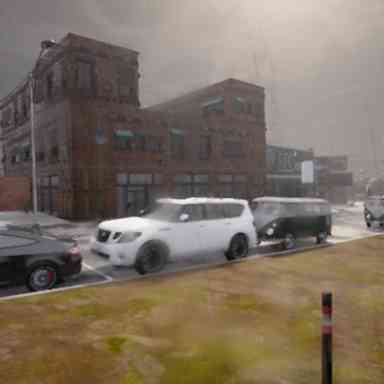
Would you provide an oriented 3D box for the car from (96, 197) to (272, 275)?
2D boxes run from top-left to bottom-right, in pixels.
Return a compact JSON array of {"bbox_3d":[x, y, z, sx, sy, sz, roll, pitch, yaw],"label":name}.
[{"bbox_3d":[-0.297,1.195,10.521,5.566,2.045,2.435,2,0,-39],"label":"car"}]

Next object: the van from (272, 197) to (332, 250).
[{"bbox_3d":[4.047,1.230,13.899,4.442,1.987,1.878,2,0,-41],"label":"van"}]

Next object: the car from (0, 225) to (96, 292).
[{"bbox_3d":[-4.806,1.474,7.263,4.674,1.452,2.002,2,0,-35],"label":"car"}]

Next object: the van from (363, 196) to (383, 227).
[{"bbox_3d":[12.489,1.269,21.237,1.878,1.987,4.442,2,0,45],"label":"van"}]
